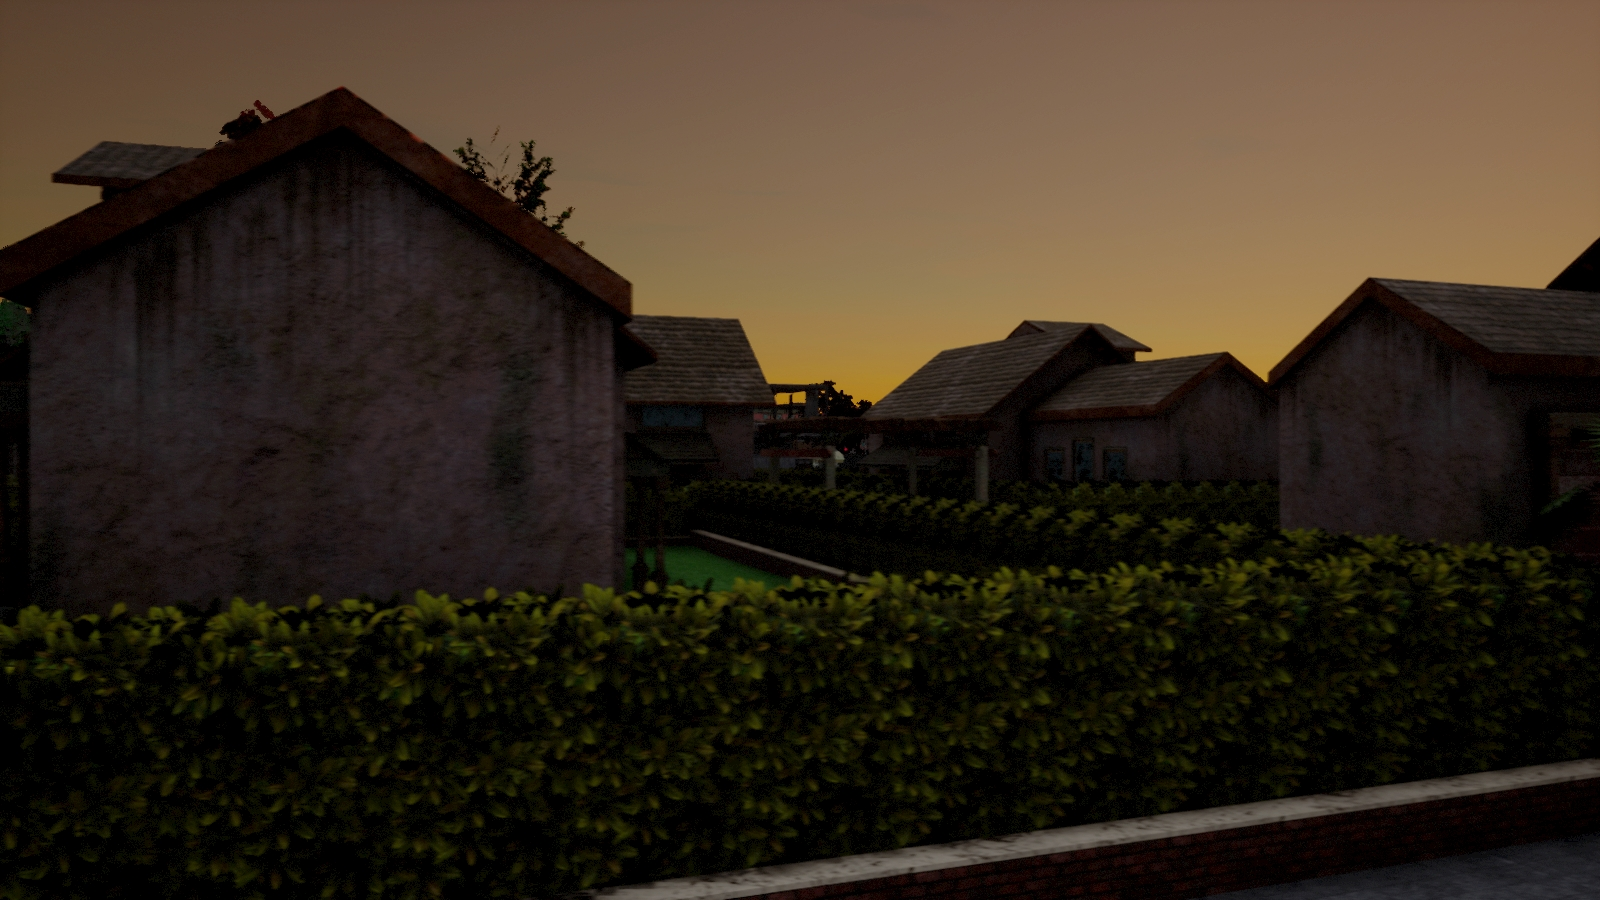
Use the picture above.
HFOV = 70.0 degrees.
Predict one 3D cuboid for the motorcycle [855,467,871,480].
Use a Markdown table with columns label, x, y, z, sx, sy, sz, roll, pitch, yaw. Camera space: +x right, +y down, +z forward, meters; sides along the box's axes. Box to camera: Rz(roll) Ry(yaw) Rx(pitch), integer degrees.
| label | x | y | z | sx | sy | sz | roll | pitch | yaw |
| --- | --- | --- | --- | --- | --- | --- | --- | --- | --- |
| motorcycle | 5.817 | 2.182 | 105.660 | 0.803 | 1.199 | 2.033 | 0 | 0 | -20 |
